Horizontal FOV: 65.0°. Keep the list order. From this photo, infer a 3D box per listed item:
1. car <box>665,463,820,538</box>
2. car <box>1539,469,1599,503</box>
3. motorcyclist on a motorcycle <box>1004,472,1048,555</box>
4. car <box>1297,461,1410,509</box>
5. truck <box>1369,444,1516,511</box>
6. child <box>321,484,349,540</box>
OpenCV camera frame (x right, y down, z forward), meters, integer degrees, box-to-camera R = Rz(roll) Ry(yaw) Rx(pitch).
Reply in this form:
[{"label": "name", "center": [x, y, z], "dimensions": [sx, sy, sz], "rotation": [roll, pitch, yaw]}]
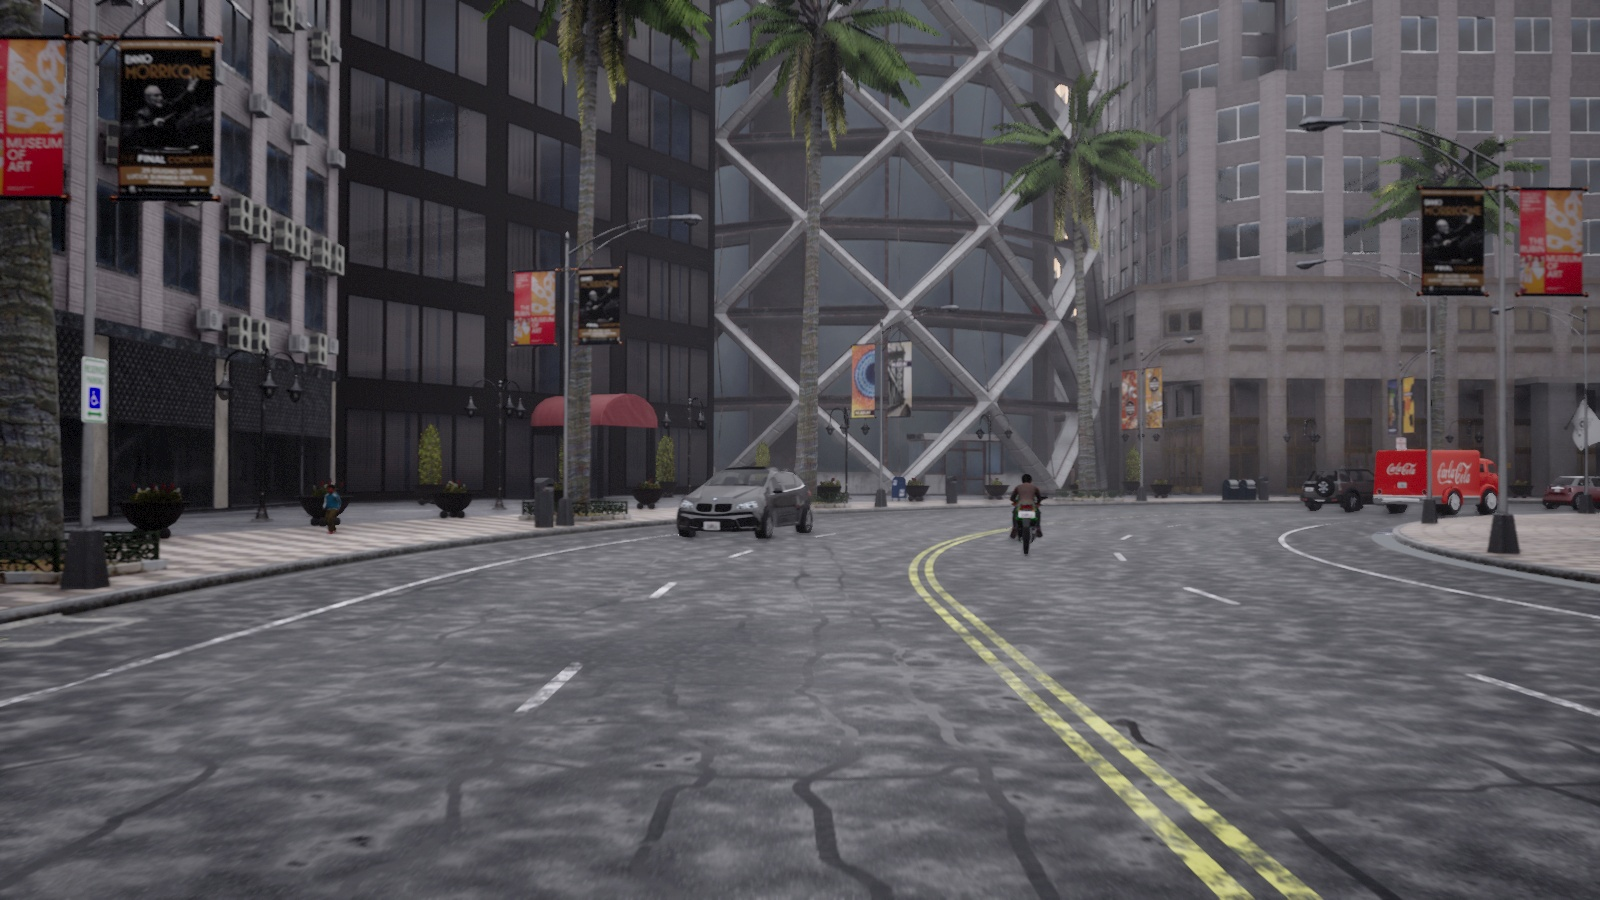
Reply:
[{"label": "car", "center": [-1.277, 1.174, 30.455], "dimensions": [2.242, 1.667, 4.611], "rotation": [-1, -1, 18]}, {"label": "car", "center": [34.989, 1.566, 55.314], "dimensions": [3.806, 1.475, 1.970], "rotation": [0, -1, -9]}, {"label": "motorcyclist on a motorcycle", "center": [4.332, 1.182, 24.073], "dimensions": [0.797, 1.523, 2.044], "rotation": [0, -1, 10]}, {"label": "car", "center": [22.607, 1.398, 51.223], "dimensions": [4.605, 1.855, 1.932], "rotation": [0, -1, -32]}, {"label": "truck", "center": [24.798, 1.040, 48.443], "dimensions": [5.204, 2.467, 2.627], "rotation": [0, -1, -31]}, {"label": "child", "center": [-10.139, 1.350, 27.383], "dimensions": [0.343, 1.192, 0.448], "rotation": [-1, -1, 21]}]
